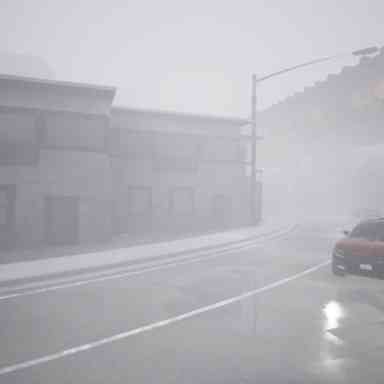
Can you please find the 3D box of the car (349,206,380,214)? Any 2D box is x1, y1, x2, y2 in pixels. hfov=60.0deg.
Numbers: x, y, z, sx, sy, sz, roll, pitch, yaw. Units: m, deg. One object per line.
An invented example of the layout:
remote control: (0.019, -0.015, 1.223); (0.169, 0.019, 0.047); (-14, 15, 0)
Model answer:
car: (18.981, 2.317, 36.537); (1.837, 1.490, 4.892); (1, -1, 3)

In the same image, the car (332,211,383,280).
car: (5.717, 1.529, 9.769); (1.882, 1.535, 5.008); (0, -1, 40)
